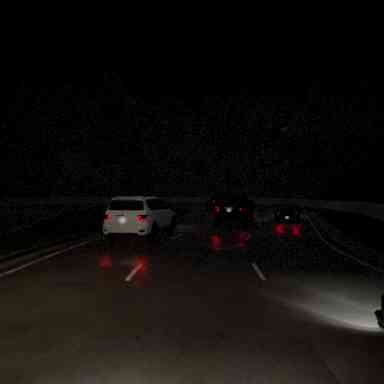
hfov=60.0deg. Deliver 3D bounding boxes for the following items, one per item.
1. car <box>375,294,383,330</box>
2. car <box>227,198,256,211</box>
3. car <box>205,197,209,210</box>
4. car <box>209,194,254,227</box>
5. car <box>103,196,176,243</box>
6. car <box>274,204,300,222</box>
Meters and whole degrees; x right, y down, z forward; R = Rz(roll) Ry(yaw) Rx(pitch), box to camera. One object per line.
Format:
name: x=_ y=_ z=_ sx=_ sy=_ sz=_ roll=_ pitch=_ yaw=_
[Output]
car: x=3.621 y=1.548 z=2.472 sx=2.033 sy=1.411 sz=5.357 roll=0 pitch=0 yaw=1
car: x=6.014 y=1.500 z=41.019 sx=2.128 sy=1.511 sz=4.902 roll=0 pitch=0 yaw=-10
car: x=2.956 y=1.231 z=39.260 sx=2.150 sy=2.045 sz=5.566 roll=1 pitch=0 yaw=-3
car: x=2.996 y=1.227 z=23.074 sx=2.150 sy=2.045 sz=5.566 roll=0 pitch=0 yaw=16
car: x=-2.365 y=1.225 z=16.435 sx=2.150 sy=2.045 sz=5.566 roll=0 pitch=0 yaw=11
car: x=7.681 y=1.607 z=26.776 sx=1.895 sy=1.301 sz=4.718 roll=0 pitch=0 yaw=16
